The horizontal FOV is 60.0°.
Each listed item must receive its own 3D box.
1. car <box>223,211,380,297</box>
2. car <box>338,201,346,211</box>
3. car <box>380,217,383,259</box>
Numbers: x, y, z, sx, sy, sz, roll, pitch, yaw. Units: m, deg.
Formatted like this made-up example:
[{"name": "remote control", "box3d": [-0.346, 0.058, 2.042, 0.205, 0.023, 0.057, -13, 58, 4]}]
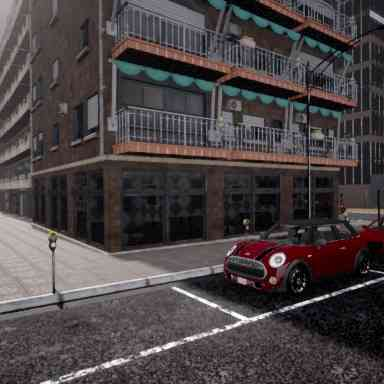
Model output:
[{"name": "car", "box3d": [2.728, 1.439, 8.512, 4.097, 1.590, 1.967, 0, -1, -35]}, {"name": "car", "box3d": [16.498, 1.746, 40.603, 1.967, 1.590, 4.097, -2, 0, -36]}, {"name": "car", "box3d": [7.228, 1.543, 11.716, 4.507, 1.381, 1.887, 0, -1, -35]}]
